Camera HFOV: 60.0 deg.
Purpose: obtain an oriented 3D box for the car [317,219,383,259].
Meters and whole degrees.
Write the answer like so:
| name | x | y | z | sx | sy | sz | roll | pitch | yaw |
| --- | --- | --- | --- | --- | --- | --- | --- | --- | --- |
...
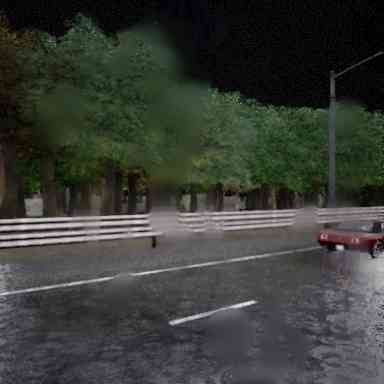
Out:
| name | x | y | z | sx | sy | sz | roll | pitch | yaw |
| --- | --- | --- | --- | --- | --- | --- | --- | --- | --- |
| car | 7.153 | 1.732 | 13.253 | 4.718 | 1.301 | 1.895 | 1 | 0 | -35 |
